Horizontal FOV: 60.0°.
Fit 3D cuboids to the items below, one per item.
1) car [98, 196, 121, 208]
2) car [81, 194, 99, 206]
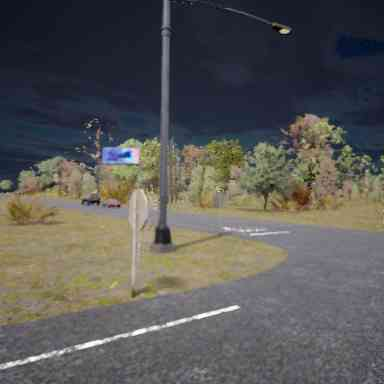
[{"bbox_3d":[-12.537,1.725,51.329,1.994,1.385,4.181,1,-1,-33],"label":"car"},{"bbox_3d":[-18.109,1.369,59.650,2.150,2.045,5.566,1,-1,-34],"label":"car"}]
